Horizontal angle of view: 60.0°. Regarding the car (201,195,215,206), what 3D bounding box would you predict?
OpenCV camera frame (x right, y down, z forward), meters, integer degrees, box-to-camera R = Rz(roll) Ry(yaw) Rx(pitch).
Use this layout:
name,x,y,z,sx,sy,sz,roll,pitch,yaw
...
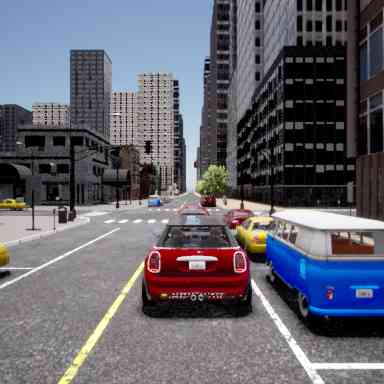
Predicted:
name,x,y,z,sx,sy,sz,roll,pitch,yaw
car,2.612,1.380,56.268,2.192,1.841,5.009,0,0,0

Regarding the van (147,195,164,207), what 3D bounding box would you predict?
name,x,y,z,sx,sy,sz,roll,pitch,yaw
van,-5.760,1.395,50.730,1.690,1.788,3.998,0,0,0

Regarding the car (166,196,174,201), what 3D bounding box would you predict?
name,x,y,z,sx,sy,sz,roll,pitch,yaw
car,-5.811,1.673,89.227,1.752,1.417,4.829,0,0,0

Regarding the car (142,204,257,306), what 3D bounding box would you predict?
name,x,y,z,sx,sy,sz,roll,pitch,yaw
car,0.089,1.352,8.168,2.097,1.767,4.553,0,0,0

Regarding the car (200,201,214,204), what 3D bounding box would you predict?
name,x,y,z,sx,sy,sz,roll,pitch,yaw
car,0.077,1.482,17.374,1.882,1.535,5.008,0,0,0

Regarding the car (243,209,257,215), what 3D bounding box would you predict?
name,x,y,z,sx,sy,sz,roll,pitch,yaw
car,2.671,1.527,12.863,1.752,1.417,4.829,0,0,0

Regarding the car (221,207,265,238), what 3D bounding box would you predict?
name,x,y,z,sx,sy,sz,roll,pitch,yaw
car,2.663,1.587,18.355,1.802,1.307,4.206,0,0,0

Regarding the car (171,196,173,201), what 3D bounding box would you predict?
name,x,y,z,sx,sy,sz,roll,pitch,yaw
car,-5.789,1.653,72.825,2.008,1.369,4.403,0,0,0

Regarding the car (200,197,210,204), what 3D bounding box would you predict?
name,x,y,z,sx,sy,sz,roll,pitch,yaw
car,2.599,1.655,67.316,1.947,1.339,4.313,0,0,0

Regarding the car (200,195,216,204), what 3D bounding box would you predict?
name,x,y,z,sx,sy,sz,roll,pitch,yaw
car,2.620,1.369,50.743,2.192,1.841,5.009,0,0,0

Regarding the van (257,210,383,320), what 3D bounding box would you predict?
name,x,y,z,sx,sy,sz,roll,pitch,yaw
van,2.678,1.341,7.028,1.690,1.788,3.998,0,0,0

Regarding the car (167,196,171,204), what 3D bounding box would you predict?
name,x,y,z,sx,sy,sz,roll,pitch,yaw
car,-5.782,1.529,67.303,1.967,1.590,4.097,0,0,0

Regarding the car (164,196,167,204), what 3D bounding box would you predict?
name,x,y,z,sx,sy,sz,roll,pitch,yaw
car,-5.767,1.505,56.254,1.967,1.590,4.097,0,0,0

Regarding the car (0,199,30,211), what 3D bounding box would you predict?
name,x,y,z,sx,sy,sz,roll,pitch,yaw
car,-21.460,1.469,38.541,4.829,1.417,1.752,0,0,0

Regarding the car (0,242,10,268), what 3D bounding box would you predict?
name,x,y,z,sx,sy,sz,roll,pitch,yaw
car,-5.701,1.525,6.847,1.752,1.417,4.829,0,0,0
